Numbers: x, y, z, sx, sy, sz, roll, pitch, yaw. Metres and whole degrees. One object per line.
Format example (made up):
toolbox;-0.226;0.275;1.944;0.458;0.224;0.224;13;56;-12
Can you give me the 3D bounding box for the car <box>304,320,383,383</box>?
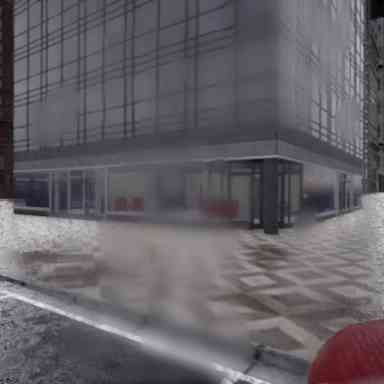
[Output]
car;2.853;1.314;1.037;5.009;1.841;2.192;0;0;35
